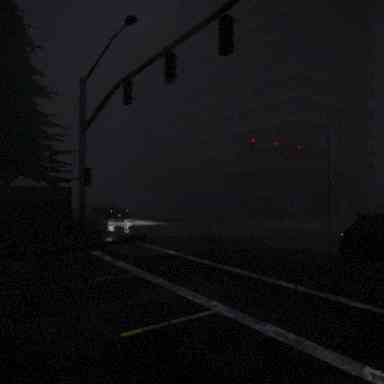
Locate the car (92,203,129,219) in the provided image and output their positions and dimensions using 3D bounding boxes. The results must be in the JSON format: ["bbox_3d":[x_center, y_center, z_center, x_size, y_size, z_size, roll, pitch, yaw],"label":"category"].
[{"bbox_3d":[-7.484,1.711,30.380,1.895,1.301,4.718,0,0,-35],"label":"car"}]

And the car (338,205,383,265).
[{"bbox_3d":[6.902,1.448,9.929,2.097,1.767,4.553,0,0,-35],"label":"car"}]

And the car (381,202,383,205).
[{"bbox_3d":[30.363,1.818,50.048,1.994,1.385,4.181,0,0,3],"label":"car"}]

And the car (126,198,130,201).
[{"bbox_3d":[-15.503,1.786,90.848,5.357,1.411,2.033,0,0,-35],"label":"car"}]
